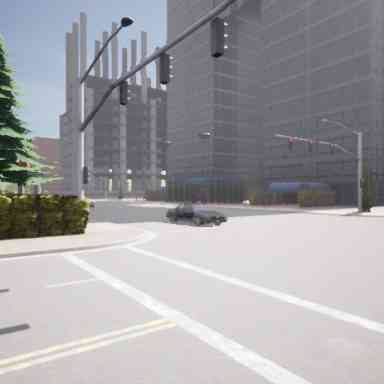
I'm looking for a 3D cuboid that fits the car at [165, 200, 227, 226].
[{"bbox_3d":[0.133,1.549,23.621,2.033,1.411,5.357,0,0,-36],"label":"car"}]

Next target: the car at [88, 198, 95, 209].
[{"bbox_3d":[-14.244,1.488,43.428,2.128,1.511,4.902,0,0,-36],"label":"car"}]

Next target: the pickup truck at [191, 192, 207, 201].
[{"bbox_3d":[1.191,1.060,62.374,2.390,2.098,6.274,0,0,-5],"label":"pickup truck"}]
